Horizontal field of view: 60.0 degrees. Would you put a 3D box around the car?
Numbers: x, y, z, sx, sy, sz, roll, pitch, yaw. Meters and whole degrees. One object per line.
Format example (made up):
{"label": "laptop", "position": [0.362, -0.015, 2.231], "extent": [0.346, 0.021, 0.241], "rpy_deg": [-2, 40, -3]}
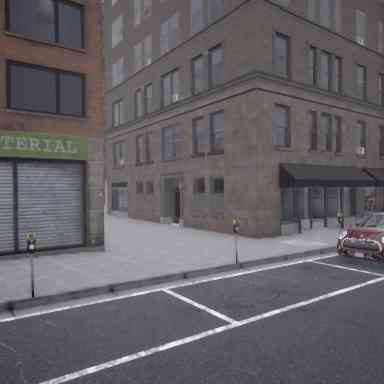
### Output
{"label": "car", "position": [6.841, 1.438, 11.555], "extent": [4.097, 1.590, 1.967], "rpy_deg": [0, -1, -36]}
